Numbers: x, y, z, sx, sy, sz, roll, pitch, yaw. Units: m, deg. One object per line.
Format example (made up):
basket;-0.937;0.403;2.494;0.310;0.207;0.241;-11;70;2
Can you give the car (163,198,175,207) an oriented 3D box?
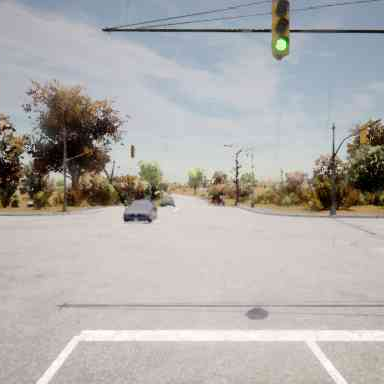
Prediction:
car;-3.500;1.552;48.469;1.994;1.385;4.181;0;-2;0

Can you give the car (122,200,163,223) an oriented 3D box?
car;-3.500;1.298;23.448;2.033;1.411;5.357;0;1;0
